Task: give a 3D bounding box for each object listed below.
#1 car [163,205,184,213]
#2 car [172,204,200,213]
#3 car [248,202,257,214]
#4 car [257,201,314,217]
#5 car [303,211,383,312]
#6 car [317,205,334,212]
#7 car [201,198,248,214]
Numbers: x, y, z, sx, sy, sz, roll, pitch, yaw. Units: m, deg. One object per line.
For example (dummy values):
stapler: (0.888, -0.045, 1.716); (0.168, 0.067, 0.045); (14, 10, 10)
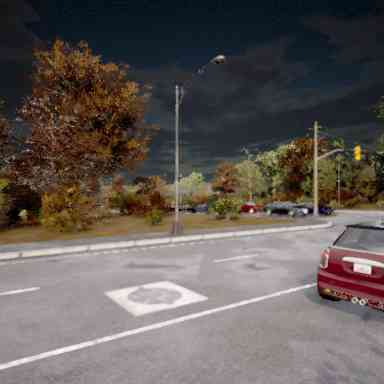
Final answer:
car: (-3.333, 3.036, 59.250); (1.994, 1.385, 4.181); (0, -3, -31)
car: (-1.318, 2.581, 49.397); (1.895, 1.301, 4.718); (0, -3, -32)
car: (7.188, 1.950, 42.433); (1.882, 1.535, 5.008); (0, -2, -32)
car: (9.169, 1.657, 32.705); (2.128, 1.511, 4.902); (0, -1, -32)
car: (4.723, 1.359, 7.018); (4.553, 1.767, 2.097); (0, 0, -35)
car: (12.204, 1.769, 34.463); (1.895, 1.301, 4.718); (0, -1, -32)
car: (3.909, 1.714, 41.075); (2.150, 2.045, 5.566); (0, -3, -32)
